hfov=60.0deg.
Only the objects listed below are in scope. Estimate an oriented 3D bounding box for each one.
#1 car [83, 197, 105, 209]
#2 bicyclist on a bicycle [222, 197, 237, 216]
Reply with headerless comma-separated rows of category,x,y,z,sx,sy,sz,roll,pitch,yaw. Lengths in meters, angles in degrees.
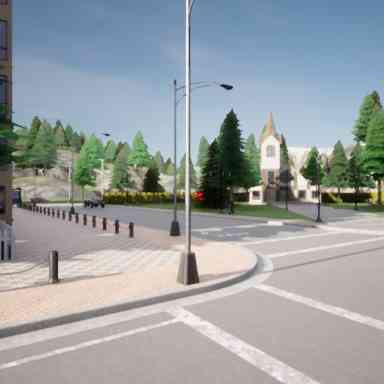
car,-13.572,1.484,45.986,1.837,1.490,4.892,0,0,-34
bicyclist on a bicycle,3.227,1.278,28.623,1.656,1.620,0.582,0,0,-35
